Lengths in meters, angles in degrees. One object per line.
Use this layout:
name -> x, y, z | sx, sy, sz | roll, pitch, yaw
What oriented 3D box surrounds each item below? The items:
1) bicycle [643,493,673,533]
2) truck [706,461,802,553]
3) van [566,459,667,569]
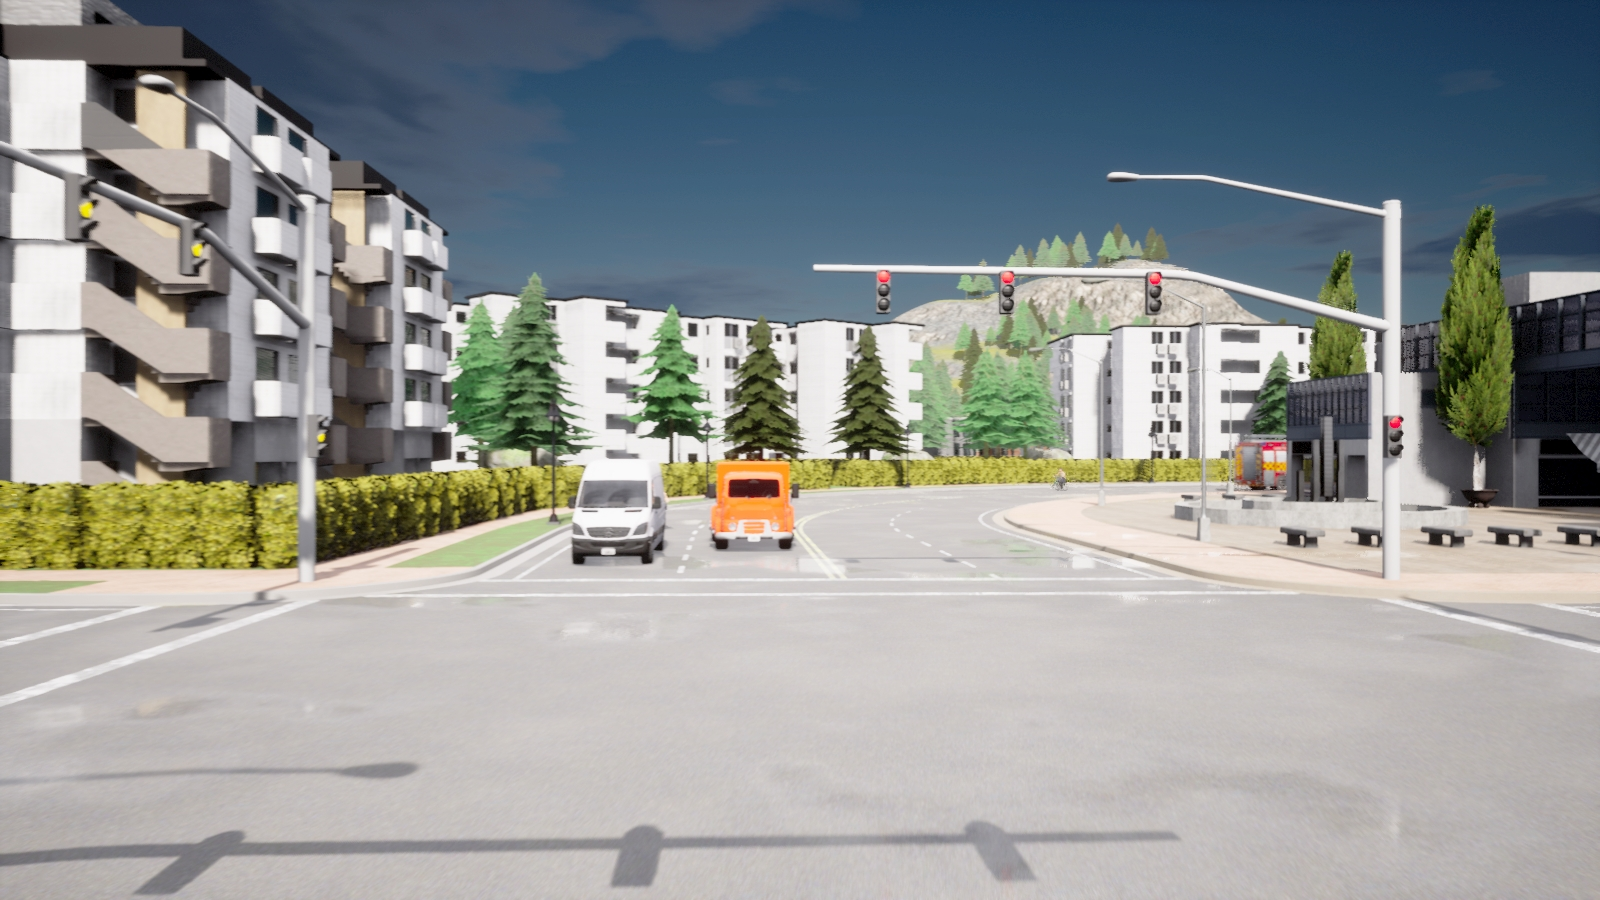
bicycle -> -4.899, 2.157, 39.432 | 0.859, 1.276, 1.487 | 0, 0, 0
truck -> -1.389, 1.568, 33.694 | 2.627, 2.467, 5.204 | 0, 0, -3
van -> -4.696, 1.533, 30.065 | 1.988, 2.561, 5.915 | 0, 0, -3
